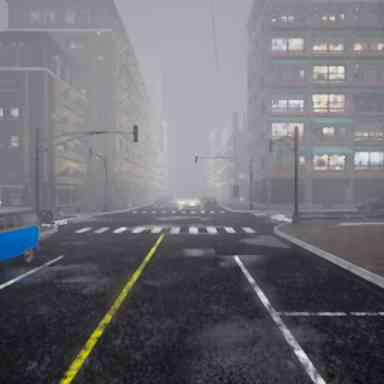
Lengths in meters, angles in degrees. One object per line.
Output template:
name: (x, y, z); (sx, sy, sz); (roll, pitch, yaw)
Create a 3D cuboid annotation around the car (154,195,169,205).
car: (-5.682, 1.494, 58.162); (2.008, 1.369, 4.403); (0, 0, 0)

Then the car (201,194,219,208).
car: (2.698, 1.392, 47.092); (1.967, 1.590, 4.097); (0, 0, 0)

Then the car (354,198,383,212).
car: (18.262, 1.224, 32.642); (4.313, 1.339, 1.947); (-1, 1, 0)

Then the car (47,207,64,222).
car: (-12.849, 1.647, 26.687); (4.902, 1.511, 2.128); (0, 0, 0)

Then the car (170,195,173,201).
car: (-5.680, 1.500, 69.232); (1.947, 1.339, 4.313); (0, 0, 0)

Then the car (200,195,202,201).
car: (2.698, 1.497, 52.626); (2.008, 1.369, 4.403); (0, 0, 0)

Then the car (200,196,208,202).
car: (2.701, 1.512, 74.764); (1.802, 1.307, 4.206); (0, 0, 0)

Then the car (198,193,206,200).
car: (2.703, 1.237, 91.366); (2.192, 1.841, 5.009); (0, 0, 0)

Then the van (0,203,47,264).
van: (-5.799, 1.331, 9.198); (1.690, 1.788, 3.998); (0, 0, 0)

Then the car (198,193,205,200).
car: (2.700, 1.515, 69.230); (1.802, 1.307, 4.206); (0, 0, 0)
